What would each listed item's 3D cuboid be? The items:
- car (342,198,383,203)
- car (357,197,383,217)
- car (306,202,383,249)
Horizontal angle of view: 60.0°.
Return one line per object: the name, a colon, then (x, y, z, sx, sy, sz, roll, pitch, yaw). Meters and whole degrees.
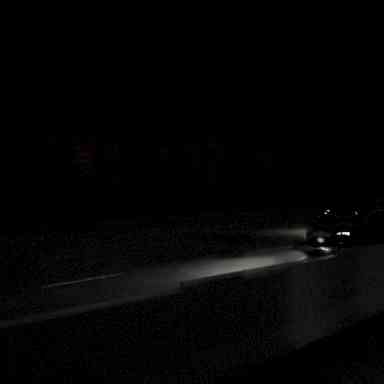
car: (9.725, 1.154, 19.518, 4.553, 1.767, 2.097, -1, 0, -35)
car: (16.321, 1.214, 28.518, 4.674, 1.442, 1.812, -1, 1, -35)
car: (6.420, 1.361, 12.865, 4.902, 1.511, 2.128, -1, 0, -35)
